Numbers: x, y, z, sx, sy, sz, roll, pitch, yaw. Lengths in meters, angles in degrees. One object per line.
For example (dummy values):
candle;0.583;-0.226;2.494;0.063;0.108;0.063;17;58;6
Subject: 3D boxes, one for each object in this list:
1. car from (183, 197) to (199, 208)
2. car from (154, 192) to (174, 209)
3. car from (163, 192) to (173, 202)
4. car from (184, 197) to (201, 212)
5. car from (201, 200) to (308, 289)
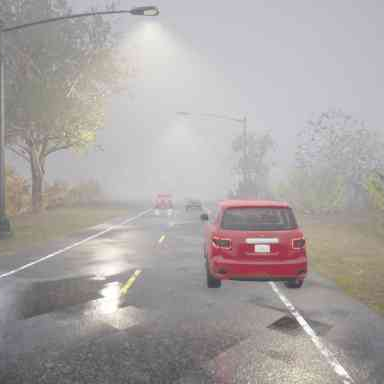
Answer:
car;-0.213;1.456;48.945;2.033;1.411;5.357;0;0;-2
car;-3.663;1.148;43.628;2.150;2.045;5.566;0;0;-2
car;-5.039;1.054;69.803;2.150;2.045;5.566;0;0;-4
car;0.172;1.441;38.591;1.837;1.490;4.892;0;0;-2
car;1.455;1.217;9.325;2.150;2.045;5.566;0;0;1
